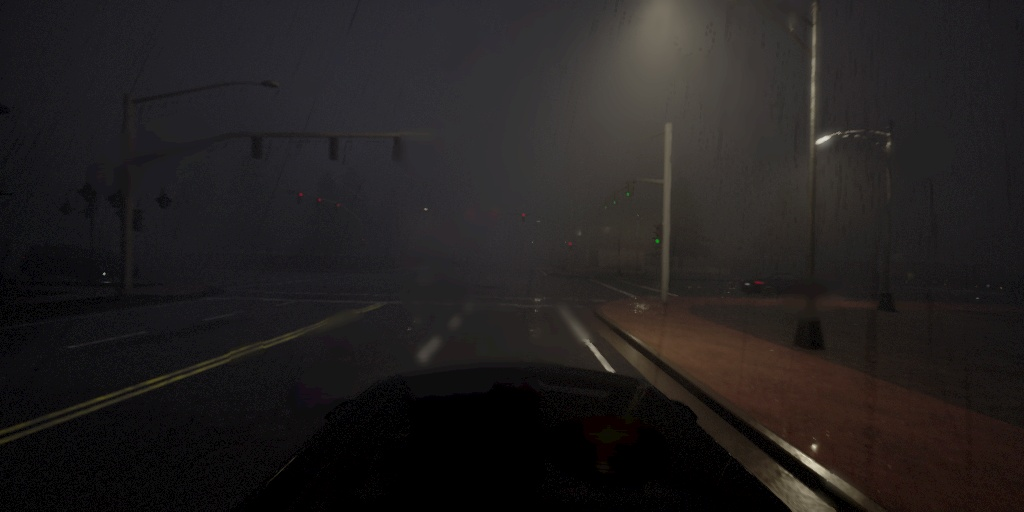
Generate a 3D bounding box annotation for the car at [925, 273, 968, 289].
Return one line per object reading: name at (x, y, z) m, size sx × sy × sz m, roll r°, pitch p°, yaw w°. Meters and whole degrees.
car at (38.107, 2.099, 30.561) m, size 4.181 × 1.385 × 1.994 m, roll 1°, pitch 0°, yaw 2°

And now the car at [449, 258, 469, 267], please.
car at (-8.724, 1.059, 57.204) m, size 2.033 × 1.411 × 5.357 m, roll 1°, pitch 0°, yaw 2°

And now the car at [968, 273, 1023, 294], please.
car at (38.014, 2.101, 27.063) m, size 4.181 × 1.385 × 1.994 m, roll 1°, pitch 0°, yaw 2°

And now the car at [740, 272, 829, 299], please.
car at (15.539, 1.635, 20.586) m, size 4.181 × 1.385 × 1.994 m, roll 1°, pitch 0°, yaw 2°

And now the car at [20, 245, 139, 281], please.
car at (-26.050, 0.471, 21.718) m, size 5.566 × 2.045 × 2.150 m, roll 3°, pitch 0°, yaw 2°
